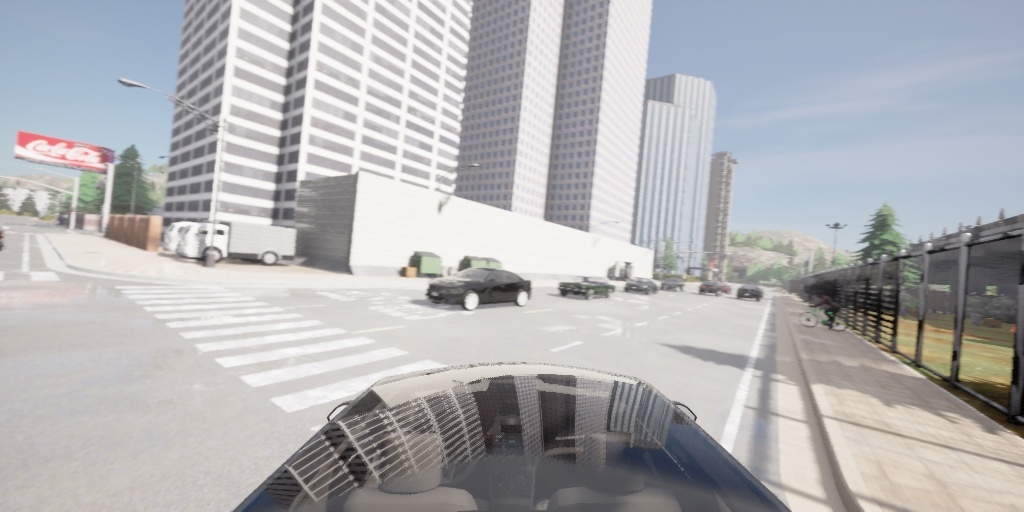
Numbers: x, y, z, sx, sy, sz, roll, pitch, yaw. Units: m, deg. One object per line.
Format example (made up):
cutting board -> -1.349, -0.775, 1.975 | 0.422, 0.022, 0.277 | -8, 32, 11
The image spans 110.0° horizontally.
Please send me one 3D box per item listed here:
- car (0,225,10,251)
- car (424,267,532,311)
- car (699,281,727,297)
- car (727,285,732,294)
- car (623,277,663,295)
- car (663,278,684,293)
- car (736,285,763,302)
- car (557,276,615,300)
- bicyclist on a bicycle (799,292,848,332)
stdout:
car -> -26.703, -1.186, 17.747 | 5.008, 1.535, 1.882 | 5, -1, 36
car -> -1.119, 1.165, 14.098 | 1.882, 1.535, 5.008 | 5, -1, 36
car -> 21.793, 3.567, 39.254 | 1.837, 1.490, 4.892 | 5, -1, 37
car -> 27.816, 4.265, 47.570 | 1.994, 1.385, 4.181 | 5, -1, 36
car -> 11.196, 2.554, 30.927 | 1.994, 1.385, 4.181 | 5, -1, 37
car -> 17.896, 3.200, 40.024 | 1.837, 1.490, 4.892 | 5, 0, 37
car -> 24.494, 3.780, 37.034 | 1.882, 1.535, 5.008 | 5, -1, 37
car -> 4.634, 1.897, 21.976 | 1.895, 1.301, 4.718 | 5, -1, 36
bicyclist on a bicycle -> 13.587, 2.399, 15.625 | 1.656, 1.620, 0.582 | 5, -1, 36
